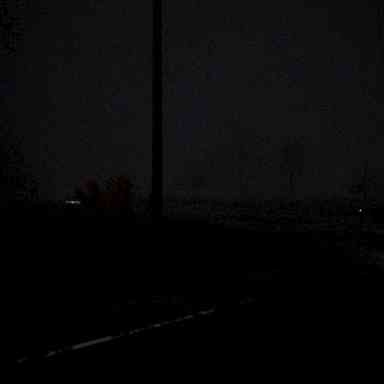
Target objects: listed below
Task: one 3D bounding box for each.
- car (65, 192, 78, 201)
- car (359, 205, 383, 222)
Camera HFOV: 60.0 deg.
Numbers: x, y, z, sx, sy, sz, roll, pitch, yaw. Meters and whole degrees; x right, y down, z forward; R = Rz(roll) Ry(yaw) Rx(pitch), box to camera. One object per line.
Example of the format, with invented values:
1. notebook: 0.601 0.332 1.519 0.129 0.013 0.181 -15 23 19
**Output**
1. car: -21.459 0.818 60.092 1.882 1.535 5.008 -1 1 -35
2. car: 13.825 1.346 22.161 1.882 1.535 5.008 -1 1 -35
